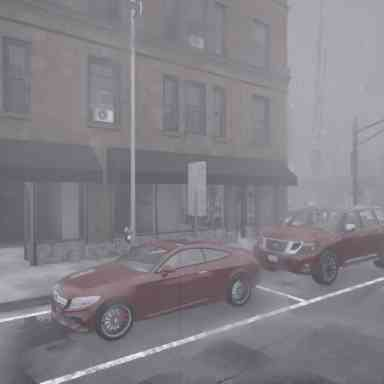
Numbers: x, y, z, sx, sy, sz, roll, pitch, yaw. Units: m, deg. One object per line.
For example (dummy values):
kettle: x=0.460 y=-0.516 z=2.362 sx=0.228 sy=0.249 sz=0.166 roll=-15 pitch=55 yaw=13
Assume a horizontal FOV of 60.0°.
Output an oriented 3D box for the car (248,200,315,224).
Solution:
car: x=6.844 y=1.487 z=25.904 sx=1.882 sy=1.535 sz=5.008 roll=0 pitch=0 yaw=-35

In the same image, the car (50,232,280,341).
car: x=-0.461 y=1.582 z=6.435 sx=4.206 sy=1.307 sz=1.802 roll=0 pitch=0 yaw=-35

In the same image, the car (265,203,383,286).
car: x=4.038 y=1.315 z=9.639 sx=5.009 sy=1.841 sz=2.192 roll=0 pitch=0 yaw=-35
